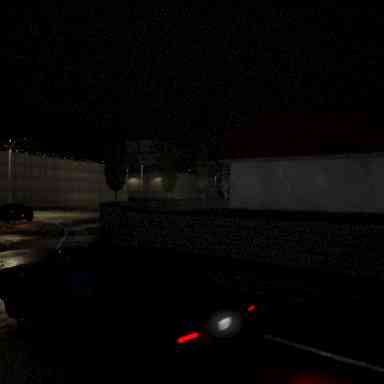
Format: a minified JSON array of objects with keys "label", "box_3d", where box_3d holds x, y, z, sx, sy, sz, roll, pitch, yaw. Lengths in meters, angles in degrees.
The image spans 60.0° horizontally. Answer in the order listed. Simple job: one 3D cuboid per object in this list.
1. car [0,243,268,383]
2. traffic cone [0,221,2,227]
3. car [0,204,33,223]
[{"label":"car","box_3d":[-1.464,1.596,5.564,5.357,1.411,2.033,0,-1,42]},{"label":"traffic cone","box_3d":[-13.726,2.163,23.708,0.340,0.580,0.340,0,-1,-31]},{"label":"car","box_3d":[-15.141,1.722,28.102,1.882,1.535,5.008,1,-1,-45]}]
